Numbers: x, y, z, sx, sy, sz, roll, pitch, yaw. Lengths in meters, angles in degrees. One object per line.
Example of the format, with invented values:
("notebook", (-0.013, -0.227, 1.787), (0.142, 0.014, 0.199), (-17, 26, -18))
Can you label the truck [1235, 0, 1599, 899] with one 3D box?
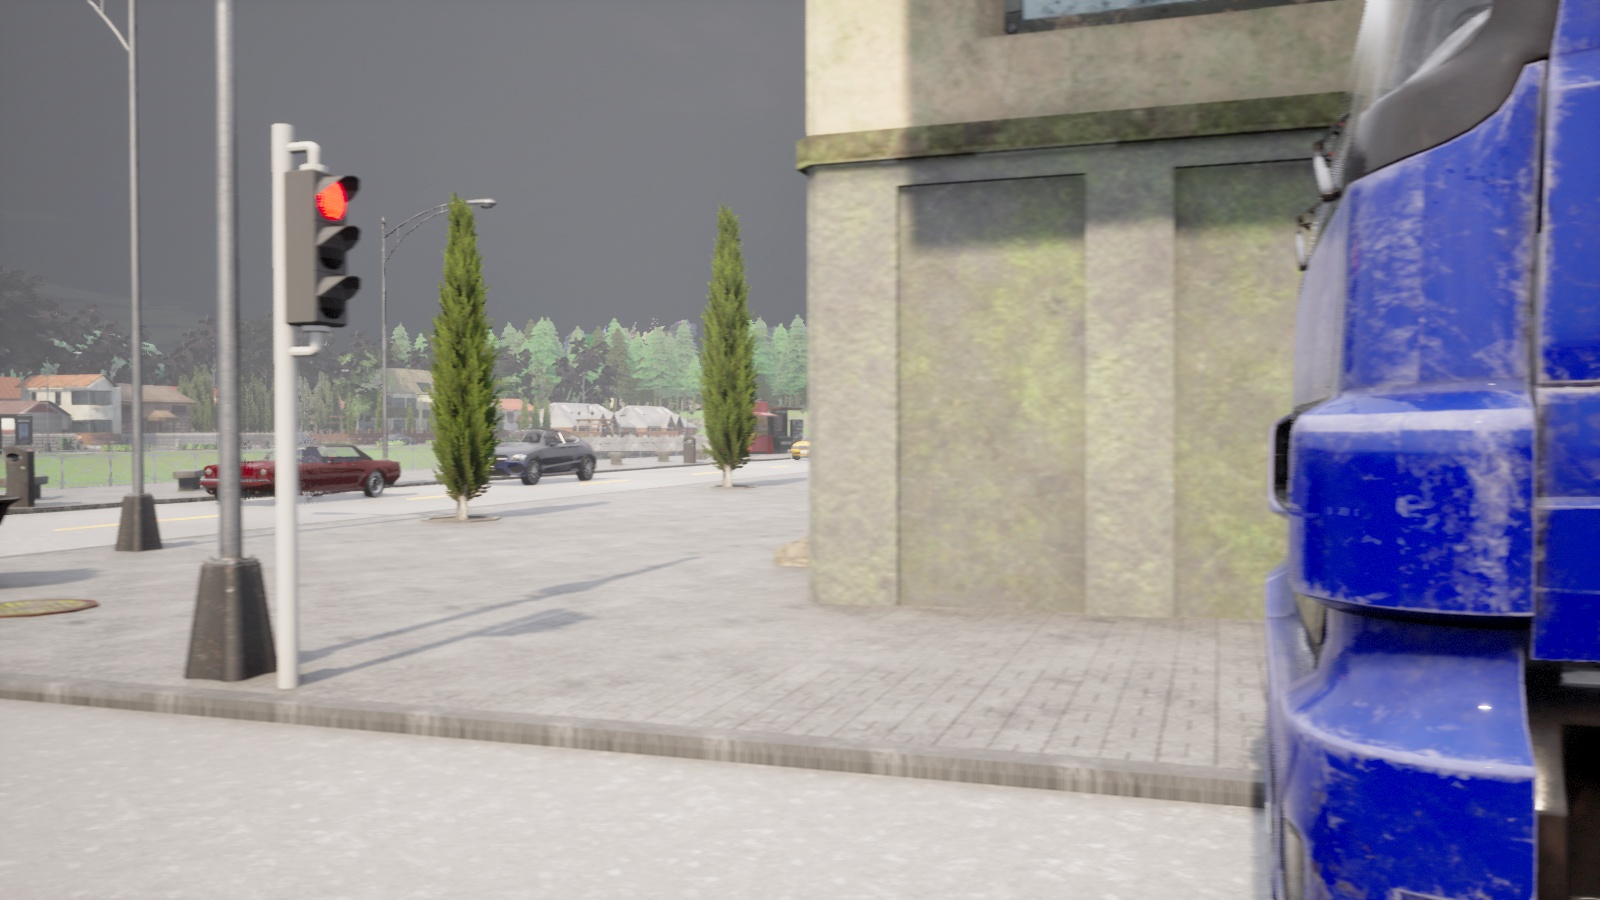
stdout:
("truck", (4.927, -0.169, 2.038), (7.936, 3.462, 2.891), (1, 1, 20))

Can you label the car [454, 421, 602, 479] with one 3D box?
("car", (-8.177, -0.039, 38.308), (2.152, 1.651, 5.027), (1, 1, 19))

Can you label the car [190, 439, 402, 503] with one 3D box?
("car", (-11.383, 0.423, 28.780), (1.895, 1.301, 4.718), (1, 1, 19))

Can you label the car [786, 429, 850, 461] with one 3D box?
("car", (1.016, -0.282, 65.648), (1.801, 1.575, 5.366), (1, 1, 19))
